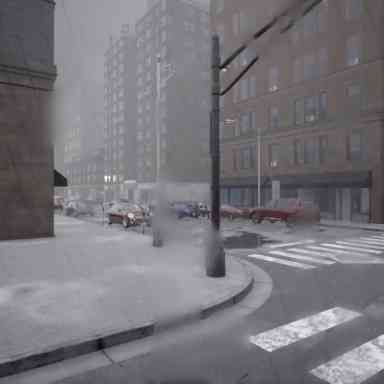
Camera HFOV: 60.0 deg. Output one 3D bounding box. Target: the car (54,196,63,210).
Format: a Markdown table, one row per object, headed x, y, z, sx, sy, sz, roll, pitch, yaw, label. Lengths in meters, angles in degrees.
| x | y | z | sx | sy | sz | roll | pitch | yaw | label |
| --- | --- | --- | --- | --- | --- | --- | --- | --- | --- |
| -16.761 | 1.512 | 39.871 | 1.887 | 1.381 | 4.507 | 0 | 0 | -35 | car |

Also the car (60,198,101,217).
| x | y | z | sx | sy | sz | roll | pitch | yaw | label |
| --- | --- | --- | --- | --- | --- | --- | --- | --- | --- |
| -10.407 | 1.530 | 30.830 | 2.008 | 1.369 | 4.403 | 0 | 0 | -35 | car |

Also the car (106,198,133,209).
| x | y | z | sx | sy | sz | roll | pitch | yaw | label |
| --- | --- | --- | --- | --- | --- | --- | --- | --- | --- |
| -9.797 | 1.532 | 44.789 | 1.947 | 1.339 | 4.313 | 0 | 0 | -35 | car |

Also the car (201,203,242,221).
| x | y | z | sx | sy | sz | roll | pitch | yaw | label |
| --- | --- | --- | --- | --- | --- | --- | --- | --- | --- |
| 2.907 | 1.571 | 26.712 | 1.802 | 1.307 | 4.206 | 0 | 0 | -35 | car |

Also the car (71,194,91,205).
| x | y | z | sx | sy | sz | roll | pitch | yaw | label |
| --- | --- | --- | --- | --- | --- | --- | --- | --- | --- |
| -19.933 | 1.298 | 59.656 | 2.097 | 1.767 | 4.553 | 0 | 0 | -35 | car |

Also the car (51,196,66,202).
| x | y | z | sx | sy | sz | roll | pitch | yaw | label |
| --- | --- | --- | --- | --- | --- | --- | --- | --- | --- |
| -28.853 | 1.478 | 71.905 | 2.008 | 1.369 | 4.403 | 0 | 0 | -35 | car |

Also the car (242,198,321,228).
| x | y | z | sx | sy | sz | roll | pitch | yaw | label |
| --- | --- | --- | --- | --- | --- | --- | --- | --- | --- |
| 6.084 | 1.309 | 22.193 | 2.192 | 1.841 | 5.009 | 0 | 0 | -35 | car |

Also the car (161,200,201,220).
| x | y | z | sx | sy | sz | roll | pitch | yaw | label |
| --- | --- | --- | --- | --- | --- | --- | --- | --- | --- |
| -1.146 | 1.512 | 27.684 | 1.812 | 1.442 | 4.674 | 0 | 0 | -35 | car |

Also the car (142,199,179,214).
| x | y | z | sx | sy | sz | roll | pitch | yaw | label |
| --- | --- | --- | --- | --- | --- | --- | --- | --- | --- |
| -3.445 | 1.529 | 35.751 | 2.008 | 1.369 | 4.403 | 0 | 0 | -35 | car |

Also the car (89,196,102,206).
| x | y | z | sx | sy | sz | roll | pitch | yaw | label |
| --- | --- | --- | --- | --- | --- | --- | --- | --- | --- |
| -15.899 | 1.457 | 53.972 | 1.837 | 1.490 | 4.892 | 0 | 0 | -35 | car |

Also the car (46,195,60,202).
| x | y | z | sx | sy | sz | roll | pitch | yaw | label |
| --- | --- | --- | --- | --- | --- | --- | --- | --- | --- |
| -32.029 | 1.471 | 76.424 | 2.008 | 1.369 | 4.403 | 0 | 0 | -35 | car |

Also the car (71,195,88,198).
| x | y | z | sx | sy | sz | roll | pitch | yaw | label |
| --- | --- | --- | --- | --- | --- | --- | --- | --- | --- |
| -18.138 | 1.431 | 51.852 | 1.882 | 1.535 | 5.008 | 0 | 0 | -35 | car |

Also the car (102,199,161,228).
| x | y | z | sx | sy | sz | roll | pitch | yaw | label |
| --- | --- | --- | --- | --- | --- | --- | --- | --- | --- |
| -4.054 | 1.430 | 21.789 | 1.967 | 1.590 | 4.097 | 0 | 0 | -35 | car |

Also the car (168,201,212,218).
| x | y | z | sx | sy | sz | roll | pitch | yaw | label |
| --- | --- | --- | --- | --- | --- | --- | --- | --- | --- |
| -0.269 | 1.550 | 31.231 | 1.947 | 1.339 | 4.313 | 0 | 0 | -35 | car |
